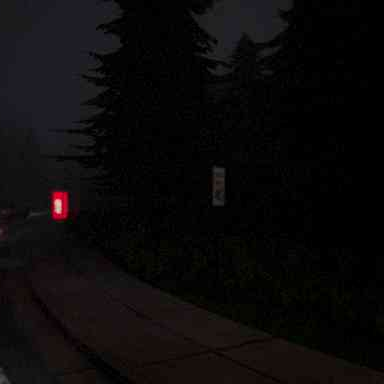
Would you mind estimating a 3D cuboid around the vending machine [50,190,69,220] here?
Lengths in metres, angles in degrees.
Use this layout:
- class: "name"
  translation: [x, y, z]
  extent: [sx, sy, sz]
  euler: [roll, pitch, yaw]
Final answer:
- class: "vending machine"
  translation: [-9.387, 0.930, 23.617]
  extent: [1.100, 2.100, 0.880]
  euler: [1, 0, -9]

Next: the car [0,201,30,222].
- class: "car"
  translation: [-12.904, 1.278, 23.150]
  extent: [1.895, 1.301, 4.718]
  euler: [1, 0, -10]
